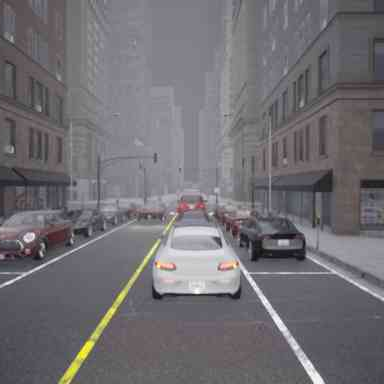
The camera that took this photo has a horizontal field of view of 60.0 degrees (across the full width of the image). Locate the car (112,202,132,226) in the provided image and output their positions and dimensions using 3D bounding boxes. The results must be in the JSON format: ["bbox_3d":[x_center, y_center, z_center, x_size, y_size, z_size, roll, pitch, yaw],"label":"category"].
[{"bbox_3d":[-5.793,1.528,23.040,2.008,1.369,4.403,-1,0,0],"label":"car"}]

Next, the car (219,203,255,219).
[{"bbox_3d":[2.737,1.527,17.542,1.887,1.381,4.507,-1,0,0],"label":"car"}]

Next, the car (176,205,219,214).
[{"bbox_3d":[0.083,1.547,16.766,1.994,1.385,4.181,0,0,0],"label":"car"}]

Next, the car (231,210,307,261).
[{"bbox_3d":[2.742,1.553,12.037,1.947,1.339,4.313,-1,0,0],"label":"car"}]

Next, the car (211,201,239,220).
[{"bbox_3d":[2.728,1.517,28.553,1.887,1.381,4.507,-1,0,0],"label":"car"}]

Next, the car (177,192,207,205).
[{"bbox_3d":[-0.022,1.196,26.152,2.150,2.045,5.566,0,0,0],"label":"car"}]

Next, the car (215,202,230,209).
[{"bbox_3d":[2.732,1.522,23.047,1.887,1.381,4.507,-1,0,0],"label":"car"}]

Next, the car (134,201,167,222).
[{"bbox_3d":[-3.022,1.456,26.172,1.882,1.535,5.008,0,0,0],"label":"car"}]

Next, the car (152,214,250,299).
[{"bbox_3d":[0.093,1.517,8.279,1.812,1.442,4.674,0,0,0],"label":"car"}]

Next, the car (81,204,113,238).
[{"bbox_3d":[-5.788,1.548,17.535,1.947,1.339,4.313,-1,0,0],"label":"car"}]

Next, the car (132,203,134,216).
[{"bbox_3d":[-5.797,1.517,28.546,1.887,1.381,4.507,-1,0,0],"label":"car"}]

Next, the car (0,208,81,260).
[{"bbox_3d":[-5.785,1.427,12.030,1.967,1.590,4.097,-1,0,0],"label":"car"}]
